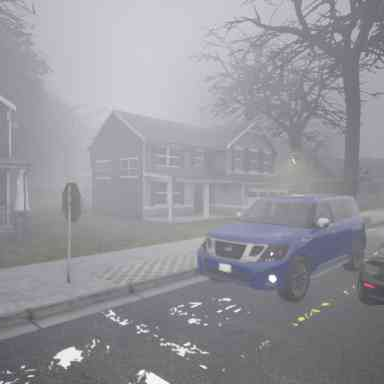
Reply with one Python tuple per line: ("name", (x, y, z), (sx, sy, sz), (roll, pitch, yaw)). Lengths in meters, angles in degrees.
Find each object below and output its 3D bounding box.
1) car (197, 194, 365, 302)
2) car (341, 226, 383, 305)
("car", (2.588, 1.102, 8.475), (2.150, 2.045, 5.566), (1, 1, 45))
("car", (4.895, 1.439, 6.754), (1.812, 1.442, 4.674), (1, 1, 45))
